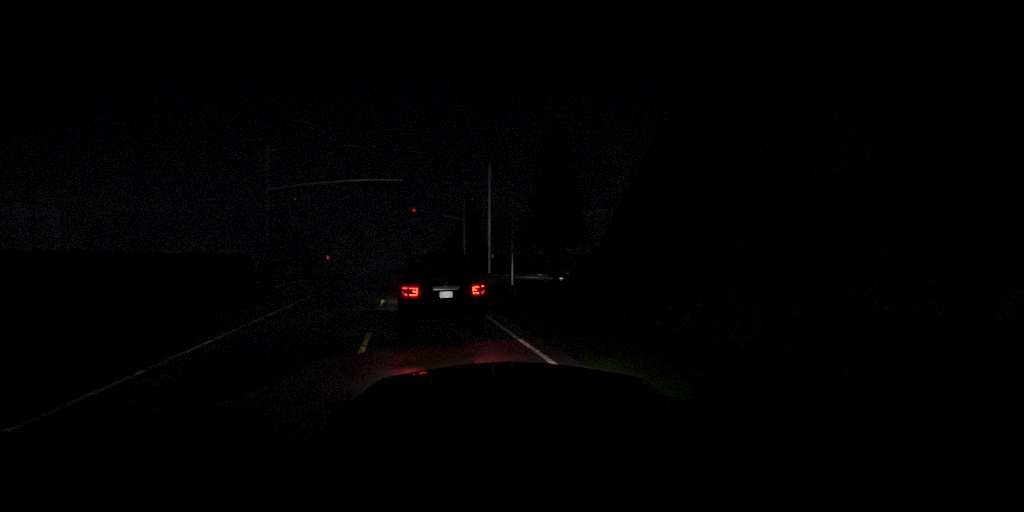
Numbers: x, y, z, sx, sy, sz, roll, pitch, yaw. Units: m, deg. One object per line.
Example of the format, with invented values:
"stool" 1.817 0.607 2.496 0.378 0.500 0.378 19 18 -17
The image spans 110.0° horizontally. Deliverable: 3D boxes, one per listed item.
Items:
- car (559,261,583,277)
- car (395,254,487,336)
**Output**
"car" 6.543 1.247 35.326 5.008 1.535 1.882 0 0 -19
"car" -2.266 0.978 10.754 2.150 2.045 5.566 0 0 -17
